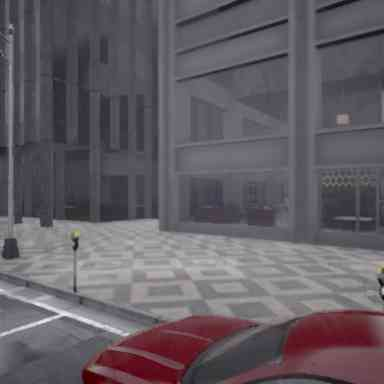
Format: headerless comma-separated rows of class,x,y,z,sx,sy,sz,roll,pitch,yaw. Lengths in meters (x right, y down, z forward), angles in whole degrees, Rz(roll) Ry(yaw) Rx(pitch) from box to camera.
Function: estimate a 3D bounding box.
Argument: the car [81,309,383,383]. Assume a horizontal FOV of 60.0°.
car,1.089,1.545,2.188,4.507,1.381,1.887,0,0,36
